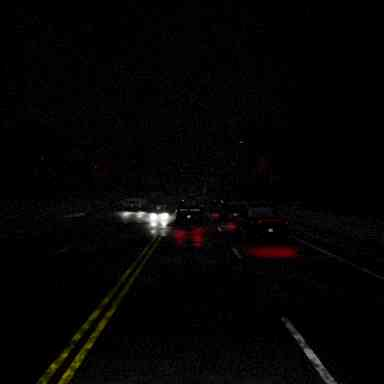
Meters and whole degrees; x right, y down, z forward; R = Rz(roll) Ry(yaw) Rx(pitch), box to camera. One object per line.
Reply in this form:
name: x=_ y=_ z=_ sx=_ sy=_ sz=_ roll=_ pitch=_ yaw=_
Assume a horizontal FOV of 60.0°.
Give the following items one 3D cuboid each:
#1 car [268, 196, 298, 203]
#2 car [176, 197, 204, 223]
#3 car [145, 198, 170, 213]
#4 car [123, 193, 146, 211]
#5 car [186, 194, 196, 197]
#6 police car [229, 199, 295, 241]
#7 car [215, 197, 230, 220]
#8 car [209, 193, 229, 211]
car: x=16.233 y=1.376 z=59.739 sx=5.357 sy=1.411 sz=2.033 roll=0 pitch=2 yaw=0
car: x=-0.166 y=1.404 z=24.269 sx=2.128 sy=1.511 sz=4.902 roll=0 pitch=0 yaw=1
car: x=-3.363 y=1.390 z=35.796 sx=2.128 sy=1.511 sz=4.902 roll=0 pitch=0 yaw=0
car: x=-6.604 y=1.121 z=39.412 sx=2.150 sy=2.045 sz=5.566 roll=0 pitch=0 yaw=0
car: x=-0.254 y=1.055 z=67.396 sx=1.812 sy=1.442 sz=4.674 roll=0 pitch=0 yaw=0
police car: x=3.238 y=1.357 z=16.288 sx=1.930 sy=1.638 sz=5.238 roll=0 pitch=0 yaw=0
car: x=3.229 y=1.410 z=27.187 sx=1.837 sy=1.490 sz=4.892 roll=0 pitch=0 yaw=0
car: x=3.220 y=1.119 z=38.226 sx=2.150 sy=2.045 sz=5.566 roll=0 pitch=0 yaw=0
